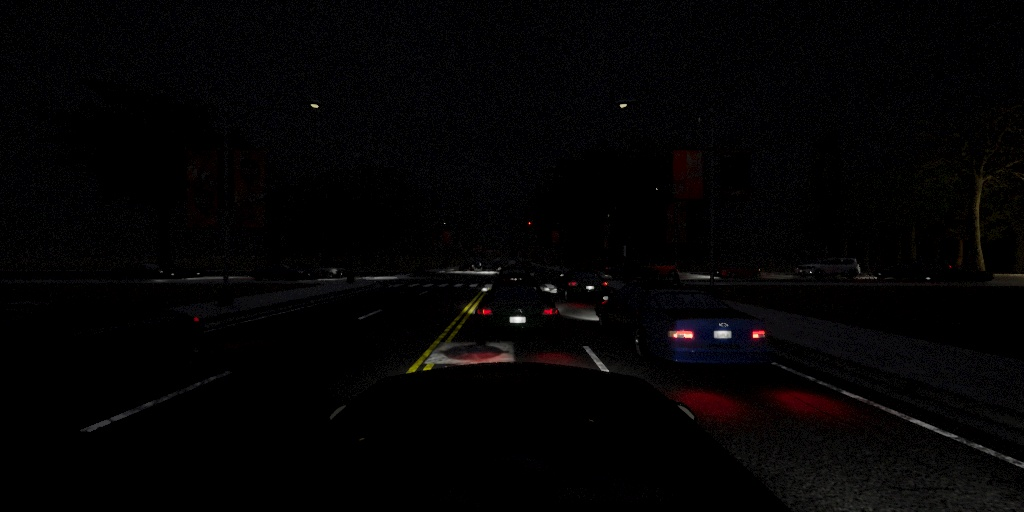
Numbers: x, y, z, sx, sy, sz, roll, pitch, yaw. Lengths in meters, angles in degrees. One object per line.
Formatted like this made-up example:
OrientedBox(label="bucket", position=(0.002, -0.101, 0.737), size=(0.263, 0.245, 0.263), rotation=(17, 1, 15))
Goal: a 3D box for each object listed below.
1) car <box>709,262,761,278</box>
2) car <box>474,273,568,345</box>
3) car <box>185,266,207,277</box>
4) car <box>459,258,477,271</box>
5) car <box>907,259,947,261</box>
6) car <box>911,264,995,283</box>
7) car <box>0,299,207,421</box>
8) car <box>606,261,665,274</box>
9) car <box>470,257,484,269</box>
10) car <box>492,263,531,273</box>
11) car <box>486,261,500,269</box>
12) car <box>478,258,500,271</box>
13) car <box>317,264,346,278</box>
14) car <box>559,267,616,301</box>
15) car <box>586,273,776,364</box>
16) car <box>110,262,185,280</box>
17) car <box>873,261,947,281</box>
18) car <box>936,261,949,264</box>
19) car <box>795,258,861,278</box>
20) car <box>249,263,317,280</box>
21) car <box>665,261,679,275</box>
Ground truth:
OrientedBox(label="car", position=(23.232, 1.520, 37.078), size=(4.181, 1.385, 1.994), rotation=(0, 0, -2))
OrientedBox(label="car", position=(0.106, 1.320, 9.580), size=(1.994, 1.385, 4.181), rotation=(0, 0, 0))
OrientedBox(label="car", position=(-31.271, 1.317, 33.195), size=(4.718, 1.301, 1.895), rotation=(0, 0, -1))
OrientedBox(label="car", position=(-6.567, 1.414, 52.122), size=(1.837, 1.490, 4.892), rotation=(0, 0, 0))
OrientedBox(label="car", position=(45.924, 1.326, 40.434), size=(5.566, 2.045, 2.150), rotation=(0, 0, 0))
OrientedBox(label="car", position=(37.559, 1.627, 30.474), size=(4.718, 1.301, 1.895), rotation=(0, 0, 0))
OrientedBox(label="car", position=(-6.600, 1.316, 4.822), size=(1.994, 1.385, 4.181), rotation=(0, 0, 0))
OrientedBox(label="car", position=(11.189, 1.382, 33.524), size=(4.902, 1.511, 2.128), rotation=(0, 0, 0))
OrientedBox(label="car", position=(-6.553, 1.190, 61.973), size=(2.150, 2.045, 5.566), rotation=(0, 0, 0))
OrientedBox(label="car", position=(0.098, 1.283, 18.486), size=(1.837, 1.490, 4.892), rotation=(0, 0, 0))
OrientedBox(label="car", position=(-3.294, 1.519, 62.425), size=(2.033, 1.411, 5.357), rotation=(0, 0, 1))
OrientedBox(label="car", position=(-3.316, 1.403, 52.674), size=(2.128, 1.511, 4.902), rotation=(0, 0, 0))
OrientedBox(label="car", position=(-18.078, 1.364, 33.321), size=(4.718, 1.301, 1.895), rotation=(0, 0, -1))
OrientedBox(label="car", position=(3.356, 1.339, 17.475), size=(1.994, 1.385, 4.181), rotation=(0, 0, 0))
OrientedBox(label="car", position=(3.353, 1.302, 8.231), size=(2.033, 1.411, 5.357), rotation=(0, 0, 0))
OrientedBox(label="car", position=(-30.686, 1.239, 29.952), size=(4.674, 1.442, 1.812), rotation=(0, 0, -1))
OrientedBox(label="car", position=(36.979, 1.519, 33.721), size=(4.902, 1.511, 2.128), rotation=(0, 0, 0))
OrientedBox(label="car", position=(42.657, 1.566, 37.185), size=(4.902, 1.511, 2.128), rotation=(0, 0, 0))
OrientedBox(label="car", position=(32.674, 1.229, 37.135), size=(5.566, 2.045, 2.150), rotation=(0, 0, 0))
OrientedBox(label="car", position=(-19.390, 1.279, 30.067), size=(4.674, 1.442, 1.812), rotation=(0, 0, -2))
OrientedBox(label="car", position=(14.598, 1.264, 36.984), size=(4.553, 1.767, 2.097), rotation=(0, 0, -1))
